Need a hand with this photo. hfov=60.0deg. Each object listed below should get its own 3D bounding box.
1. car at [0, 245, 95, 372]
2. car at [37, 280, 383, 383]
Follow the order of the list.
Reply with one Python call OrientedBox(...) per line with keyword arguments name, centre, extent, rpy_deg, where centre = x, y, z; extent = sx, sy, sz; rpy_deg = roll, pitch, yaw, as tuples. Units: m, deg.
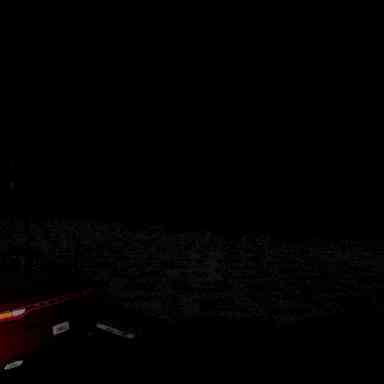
OrientedBox(name="car", centre=(-3.432, 1.545, 5.399), extent=(4.507, 1.381, 1.887), rpy_deg=(0, 0, 35))
OrientedBox(name="car", centre=(1.163, 1.545, 2.136), extent=(4.507, 1.381, 1.887), rpy_deg=(0, 0, 35))
